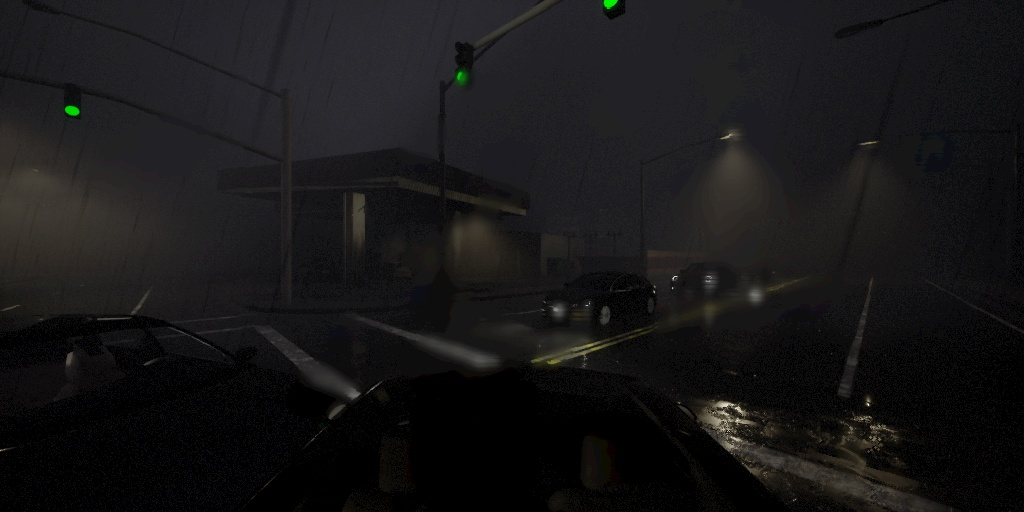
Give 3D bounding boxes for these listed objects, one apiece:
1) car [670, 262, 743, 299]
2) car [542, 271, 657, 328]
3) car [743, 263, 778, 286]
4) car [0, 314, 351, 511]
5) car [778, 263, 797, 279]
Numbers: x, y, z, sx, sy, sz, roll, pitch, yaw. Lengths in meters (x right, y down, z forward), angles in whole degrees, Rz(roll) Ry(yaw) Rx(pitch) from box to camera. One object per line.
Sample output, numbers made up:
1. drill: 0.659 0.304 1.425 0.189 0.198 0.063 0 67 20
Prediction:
1. car: 9.897 1.102 18.358 4.553 1.767 2.097 0 0 -44
2. car: 2.993 1.255 11.579 4.892 1.490 1.837 0 0 -45
3. car: 16.890 1.314 25.201 1.994 1.385 4.181 0 0 45
4. car: -3.396 1.242 2.622 4.902 1.511 2.128 0 0 15
5. car: 24.092 1.314 32.185 4.181 1.385 1.994 0 0 -44
